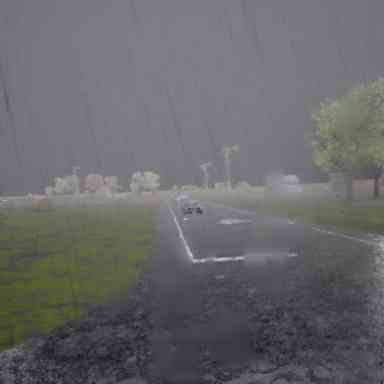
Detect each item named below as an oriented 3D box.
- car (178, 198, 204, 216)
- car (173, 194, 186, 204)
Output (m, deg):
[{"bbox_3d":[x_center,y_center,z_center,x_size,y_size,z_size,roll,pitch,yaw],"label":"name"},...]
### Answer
[{"bbox_3d":[-0.014,1.579,32.473,1.895,1.301,4.718,-3,0,-5],"label":"car"},{"bbox_3d":[-2.925,1.460,67.508,2.128,1.511,4.902,-3,0,-5],"label":"car"}]
